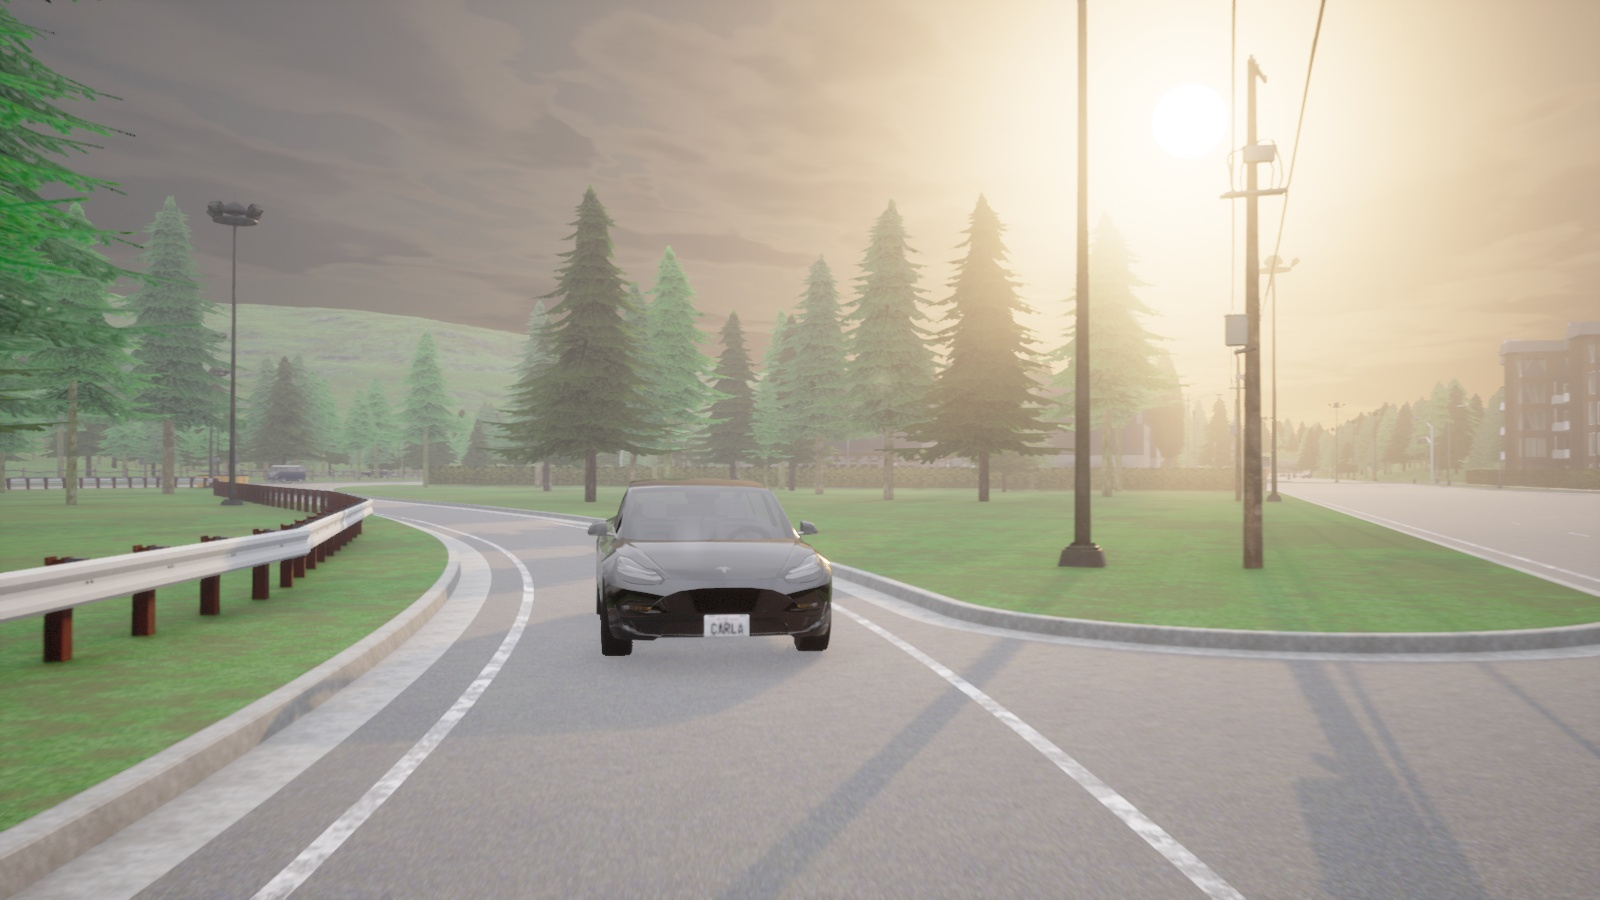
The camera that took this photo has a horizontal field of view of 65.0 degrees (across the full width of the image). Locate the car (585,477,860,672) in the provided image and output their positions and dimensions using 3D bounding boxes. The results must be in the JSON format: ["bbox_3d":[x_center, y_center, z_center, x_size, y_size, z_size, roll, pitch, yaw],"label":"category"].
[{"bbox_3d":[-1.001,1.026,12.357,2.163,1.488,4.792,0,-1,-10],"label":"car"}]
